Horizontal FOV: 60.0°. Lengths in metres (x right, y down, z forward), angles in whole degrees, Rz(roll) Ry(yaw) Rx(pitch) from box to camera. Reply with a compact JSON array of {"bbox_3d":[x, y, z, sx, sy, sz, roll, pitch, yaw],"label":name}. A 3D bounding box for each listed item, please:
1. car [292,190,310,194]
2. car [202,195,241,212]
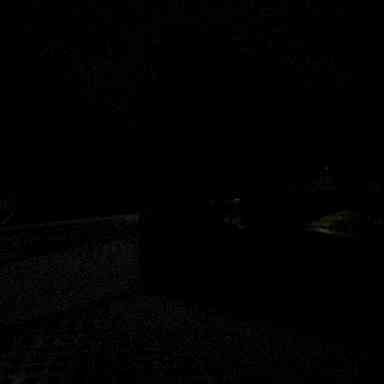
[{"bbox_3d":[15.182,0.384,45.877,1.895,1.301,4.718,0,2,36],"label":"car"},{"bbox_3d":[2.781,0.944,28.746,1.895,1.301,4.718,0,2,36],"label":"car"}]
